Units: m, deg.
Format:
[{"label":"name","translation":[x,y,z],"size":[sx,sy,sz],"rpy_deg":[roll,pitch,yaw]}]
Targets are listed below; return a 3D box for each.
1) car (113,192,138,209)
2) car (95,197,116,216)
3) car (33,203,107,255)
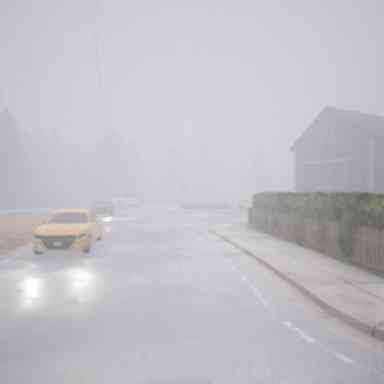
[{"label":"car","translation":[-8.895,1.086,43.237],"size":[2.150,2.045,5.566],"rpy_deg":[0,0,-31]},{"label":"car","translation":[-8.210,1.437,30.443],"size":[1.994,1.385,4.181],"rpy_deg":[0,0,-13]},{"label":"car","translation":[-4.792,1.426,13.430],"size":[1.882,1.535,5.008],"rpy_deg":[0,0,-8]}]
